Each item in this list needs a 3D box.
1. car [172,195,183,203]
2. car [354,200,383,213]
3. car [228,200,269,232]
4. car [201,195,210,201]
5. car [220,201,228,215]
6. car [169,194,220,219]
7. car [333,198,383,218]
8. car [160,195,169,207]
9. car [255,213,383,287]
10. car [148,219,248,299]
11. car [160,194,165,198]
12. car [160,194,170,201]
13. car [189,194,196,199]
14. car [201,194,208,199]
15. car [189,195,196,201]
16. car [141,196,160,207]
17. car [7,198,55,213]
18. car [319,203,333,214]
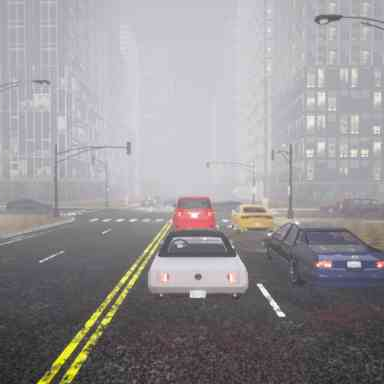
[{"bbox_3d":[-3.178,1.461,71.558,2.128,1.511,4.902,0,0,0],"label":"car"},{"bbox_3d":[21.850,1.640,39.074,4.829,1.417,1.752,1,0,1],"label":"car"},{"bbox_3d":[3.373,1.467,19.206,1.882,1.535,5.008,0,0,1],"label":"car"},{"bbox_3d":[3.333,1.452,81.595,2.033,1.411,5.357,0,0,0],"label":"car"},{"bbox_3d":[4.543,1.582,33.582,4.674,1.442,1.812,1,1,1],"label":"car"},{"bbox_3d":[0.118,1.211,18.119,2.150,2.045,5.566,0,0,0],"label":"car"},{"bbox_3d":[16.233,1.517,30.793,5.009,1.841,2.192,1,0,1],"label":"car"},{"bbox_3d":[-3.287,1.525,51.209,1.994,1.385,4.181,0,0,0],"label":"car"},{"bbox_3d":[3.364,1.543,9.388,2.033,1.411,5.357,0,0,0],"label":"car"},{"bbox_3d":[0.110,1.597,8.361,1.895,1.301,4.718,0,0,0],"label":"car"},{"bbox_3d":[-6.492,1.428,60.449,1.882,1.535,5.008,0,0,-1],"label":"car"},{"bbox_3d":[-6.419,1.278,80.649,2.097,1.767,4.553,0,0,0],"label":"car"},{"bbox_3d":[0.093,1.260,92.017,1.812,1.442,4.674,0,0,0],"label":"car"},{"bbox_3d":[3.343,1.260,92.013,1.812,1.442,4.674,0,0,0],"label":"car"},{"bbox_3d":[0.083,1.437,82.015,1.812,1.442,4.674,0,0,0],"label":"car"},{"bbox_3d":[-6.543,1.454,50.775,2.128,1.511,4.902,0,0,0],"label":"car"},{"bbox_3d":[-16.362,1.393,34.016,4.674,1.442,1.812,1,1,-1],"label":"car"},{"bbox_3d":[16.557,1.588,36.572,5.008,1.535,1.882,1,1,1],"label":"car"}]
